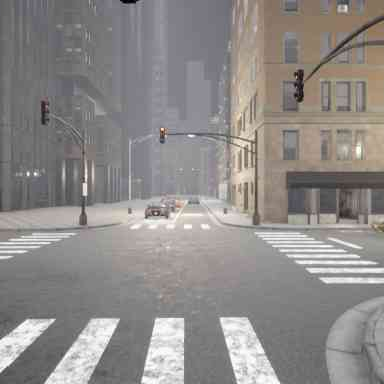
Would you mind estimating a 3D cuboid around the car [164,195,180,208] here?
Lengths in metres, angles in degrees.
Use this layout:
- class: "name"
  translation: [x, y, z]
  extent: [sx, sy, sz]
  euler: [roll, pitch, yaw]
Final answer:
- class: "car"
  translation: [-2.886, 1.368, 49.167]
  extent: [2.097, 1.767, 4.553]
  euler: [0, 0, 0]

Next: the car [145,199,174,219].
- class: "car"
  translation: [-2.978, 1.573, 29.414]
  extent: [1.994, 1.385, 4.181]
  euler: [0, 0, 0]

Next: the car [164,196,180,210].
- class: "car"
  translation: [-2.932, 1.505, 39.268]
  extent: [2.128, 1.511, 4.902]
  euler: [0, 0, 0]

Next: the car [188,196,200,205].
- class: "car"
  translation: [0.340, 1.569, 59.943]
  extent: [1.994, 1.385, 4.181]
  euler: [0, 0, 0]

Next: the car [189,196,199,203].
- class: "car"
  translation: [0.376, 1.545, 69.892]
  extent: [1.994, 1.385, 4.181]
  euler: [0, 0, 0]

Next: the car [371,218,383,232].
- class: "car"
  translation: [12.186, 1.519, 17.717]
  extent: [4.829, 1.417, 1.752]
  euler: [0, 0, -1]
